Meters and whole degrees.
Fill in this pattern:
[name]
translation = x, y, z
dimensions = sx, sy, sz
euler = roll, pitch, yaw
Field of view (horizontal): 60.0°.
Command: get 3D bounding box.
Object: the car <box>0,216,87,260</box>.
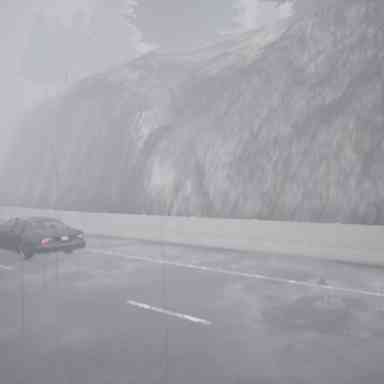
[car]
translation = -6.334, 1.670, 13.092
dimensions = 5.357, 1.411, 2.033
euler = -1, 0, 39
